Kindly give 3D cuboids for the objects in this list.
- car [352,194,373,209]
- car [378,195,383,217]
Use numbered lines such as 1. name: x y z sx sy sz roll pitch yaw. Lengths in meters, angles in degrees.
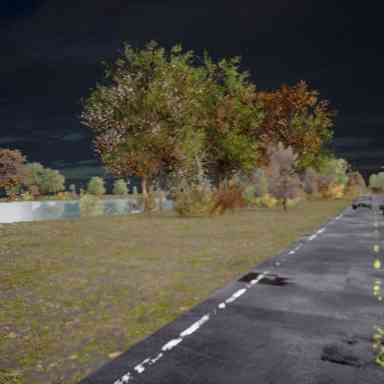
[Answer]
1. car: 20.214 1.336 39.596 1.994 1.385 4.181 -2 -1 29
2. car: 16.655 1.249 27.261 2.128 1.511 4.902 -2 -1 29
